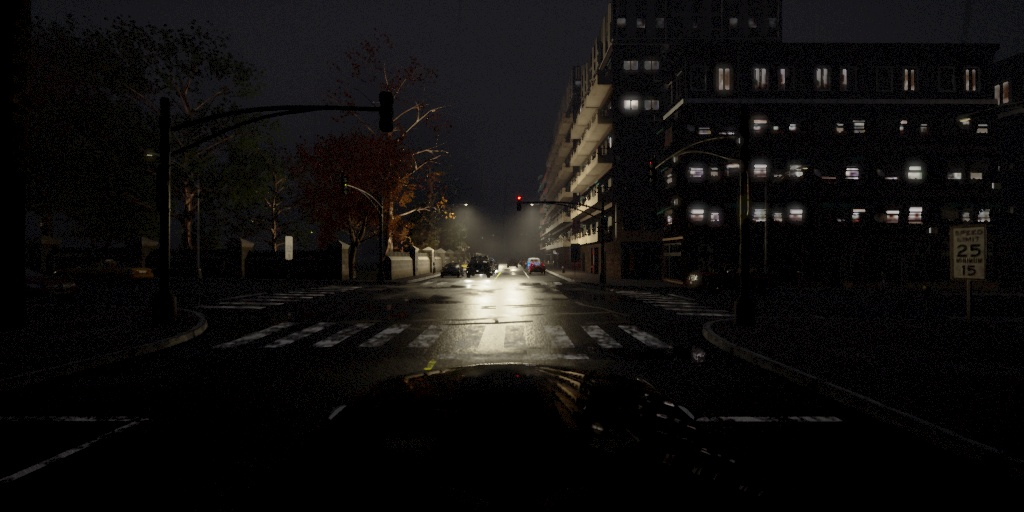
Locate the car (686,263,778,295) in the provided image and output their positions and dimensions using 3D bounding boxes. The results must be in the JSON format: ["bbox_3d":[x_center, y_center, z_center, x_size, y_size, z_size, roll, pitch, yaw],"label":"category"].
[{"bbox_3d":[13.480,1.353,22.005,5.009,1.841,2.192,0,0,0],"label":"car"}]

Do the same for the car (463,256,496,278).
[{"bbox_3d":[-3.036,0.986,34.662,2.150,2.045,5.566,0,0,1],"label":"car"}]

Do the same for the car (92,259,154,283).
[{"bbox_3d":[-24.713,0.883,21.700,4.829,1.417,1.751,0,0,0],"label":"car"}]

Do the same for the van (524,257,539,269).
[{"bbox_3d":[2.758,1.116,45.623,1.690,1.789,3.998,0,0,0],"label":"van"}]

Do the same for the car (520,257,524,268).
[{"bbox_3d":[2.775,1.230,56.884,1.967,1.591,4.097,0,0,0],"label":"car"}]

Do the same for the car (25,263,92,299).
[{"bbox_3d":[-18.945,1.007,13.365,4.207,1.307,1.802,0,0,0],"label":"car"}]

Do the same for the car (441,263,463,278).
[{"bbox_3d":[-5.640,1.330,34.376,1.948,1.339,4.313,0,0,0],"label":"car"}]

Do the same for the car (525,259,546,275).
[{"bbox_3d":[2.749,1.314,39.993,1.888,1.381,4.507,0,0,0],"label":"car"}]

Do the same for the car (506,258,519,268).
[{"bbox_3d":[0.093,1.304,62.667,1.837,1.490,4.892,0,0,0],"label":"car"}]

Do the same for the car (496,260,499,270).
[{"bbox_3d":[-3.032,1.322,44.914,2.033,1.411,5.357,0,0,0],"label":"car"}]
